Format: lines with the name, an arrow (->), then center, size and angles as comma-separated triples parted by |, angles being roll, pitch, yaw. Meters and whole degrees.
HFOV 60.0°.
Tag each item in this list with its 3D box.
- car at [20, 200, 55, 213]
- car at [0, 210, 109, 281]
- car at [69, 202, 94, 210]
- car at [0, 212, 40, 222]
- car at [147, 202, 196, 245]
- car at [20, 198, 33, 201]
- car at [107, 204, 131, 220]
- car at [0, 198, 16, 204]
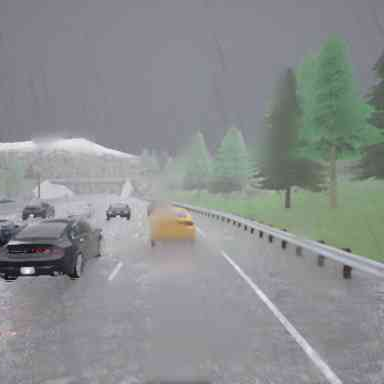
car -> -13.484, 1.666, 29.501 | 1.837, 1.490, 4.892 | -1, 0, -10
car -> -3.980, 1.552, 10.100 | 1.837, 1.490, 4.892 | -1, 0, -4
car -> -10.175, 1.640, 30.766 | 1.812, 1.442, 4.674 | -1, 0, -10
car -> -7.690, 1.695, 12.713 | 1.895, 1.301, 4.718 | -1, 0, -5
car -> -0.960, 1.479, 15.668 | 1.882, 1.535, 5.008 | -1, 0, -6
car -> -33.282, 1.835, 67.120 | 1.895, 1.301, 4.718 | -1, 0, -14
car -> -6.222, 1.663, 28.577 | 1.895, 1.301, 4.718 | -1, 0, -9
car -> -36.573, 1.916, 65.862 | 1.895, 1.301, 4.718 | -1, 0, -14
